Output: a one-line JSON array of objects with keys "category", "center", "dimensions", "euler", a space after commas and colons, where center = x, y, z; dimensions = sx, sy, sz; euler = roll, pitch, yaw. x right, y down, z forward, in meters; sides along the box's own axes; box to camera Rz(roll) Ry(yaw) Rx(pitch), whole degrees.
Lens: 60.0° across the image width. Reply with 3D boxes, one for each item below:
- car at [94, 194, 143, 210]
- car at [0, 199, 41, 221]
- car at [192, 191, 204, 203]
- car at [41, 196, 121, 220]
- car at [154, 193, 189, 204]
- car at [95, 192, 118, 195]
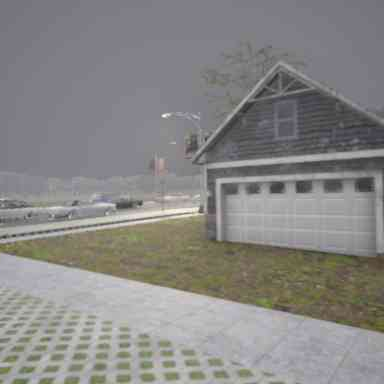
[{"category": "car", "center": [-6.724, 1.073, 30.142], "dimensions": [1.895, 1.301, 4.718], "euler": [-1, 1, 38]}, {"category": "car", "center": [-12.726, 1.375, 22.310], "dimensions": [1.895, 1.301, 4.718], "euler": [-1, 1, 37]}, {"category": "car", "center": [1.894, 0.574, 41.286], "dimensions": [1.812, 1.442, 4.674], "euler": [-1, 1, 38]}, {"category": "car", "center": [-7.710, 1.187, 23.489], "dimensions": [1.895, 1.301, 4.718], "euler": [-1, 1, 40]}, {"category": "car", "center": [-2.485, 0.801, 40.948], "dimensions": [1.895, 1.301, 4.718], "euler": [-1, 1, 38]}, {"category": "car", "center": [-8.851, 0.867, 32.709], "dimensions": [2.097, 1.767, 4.553], "euler": [-1, 1, 37]}]
